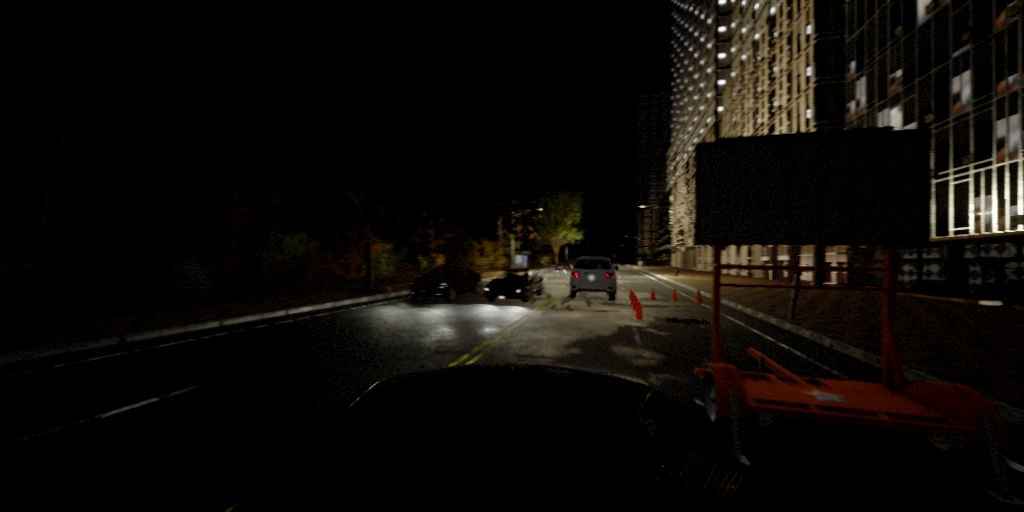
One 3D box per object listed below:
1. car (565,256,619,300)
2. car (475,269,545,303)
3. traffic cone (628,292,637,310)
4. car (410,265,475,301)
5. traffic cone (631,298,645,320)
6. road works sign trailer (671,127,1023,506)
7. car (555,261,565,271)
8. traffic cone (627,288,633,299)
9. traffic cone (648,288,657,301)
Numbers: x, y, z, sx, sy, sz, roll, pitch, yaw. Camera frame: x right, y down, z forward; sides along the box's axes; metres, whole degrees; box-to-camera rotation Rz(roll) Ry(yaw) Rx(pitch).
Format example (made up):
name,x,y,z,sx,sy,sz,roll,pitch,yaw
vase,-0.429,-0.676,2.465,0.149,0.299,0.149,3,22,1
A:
name,x,y,z,sx,sy,sz,roll,pitch,yaw
car,4.352,1.057,18.890,2.150,2.045,5.566,1,0,16
car,0.294,1.322,17.234,2.033,1.411,5.357,1,0,16
traffic cone,4.691,1.785,13.641,0.340,0.580,0.340,0,0,16
car,-3.033,1.204,17.405,1.882,1.535,5.008,1,0,16
traffic cone,4.147,1.774,11.717,0.340,0.580,0.340,0,0,16
road works sign trailer,3.574,0.266,4.604,2.380,3.560,2.880,0,0,16
car,8.056,1.559,56.450,1.812,1.442,4.674,1,0,16
traffic cone,5.236,1.796,15.565,0.340,0.580,0.340,0,0,16
traffic cone,6.742,1.822,17.218,0.340,0.580,0.340,0,0,16
